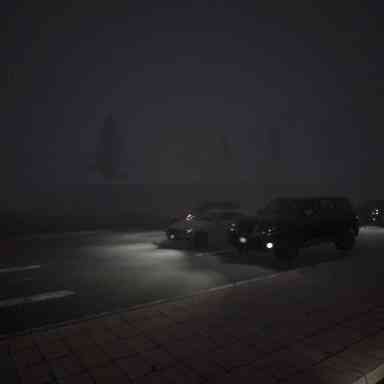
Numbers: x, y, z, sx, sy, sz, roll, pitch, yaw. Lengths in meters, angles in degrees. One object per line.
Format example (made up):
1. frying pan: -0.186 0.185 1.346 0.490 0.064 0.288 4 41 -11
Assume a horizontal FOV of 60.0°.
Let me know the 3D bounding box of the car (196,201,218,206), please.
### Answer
1. car: 1.000 1.288 18.809 4.553 1.767 2.097 0 0 -35

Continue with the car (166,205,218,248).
1. car: 1.110 1.474 14.585 4.674 1.442 1.812 0 0 -36

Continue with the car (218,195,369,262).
1. car: 3.909 1.163 12.287 5.566 2.045 2.150 -1 0 -35

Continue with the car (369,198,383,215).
1. car: 18.952 1.320 31.536 4.892 1.490 1.837 0 0 -35

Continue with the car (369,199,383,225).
1. car: 12.663 1.241 22.726 4.553 1.767 2.097 0 0 -35

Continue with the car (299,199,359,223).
1. car: 10.607 1.363 25.559 5.008 1.535 1.882 0 0 -35
